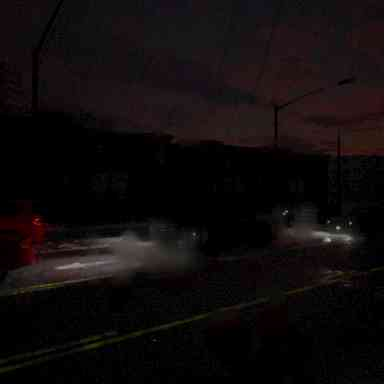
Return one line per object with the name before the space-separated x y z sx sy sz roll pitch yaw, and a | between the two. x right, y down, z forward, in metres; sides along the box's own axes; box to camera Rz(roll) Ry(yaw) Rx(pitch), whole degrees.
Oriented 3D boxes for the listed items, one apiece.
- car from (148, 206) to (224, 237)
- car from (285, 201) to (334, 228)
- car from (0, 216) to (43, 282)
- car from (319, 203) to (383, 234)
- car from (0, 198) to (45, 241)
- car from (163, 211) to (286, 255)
car | 0.136 1.524 16.959 4.892 1.490 1.837 0 0 -35
car | 8.264 1.392 22.739 4.553 1.767 2.097 0 0 -35
car | -6.364 1.523 8.027 4.674 1.442 1.812 0 0 -36
car | 10.190 1.588 19.814 5.357 1.411 2.033 0 0 -35
car | -7.987 1.221 11.173 5.566 2.045 2.150 0 0 -35
car | 1.433 1.619 13.585 4.718 1.301 1.895 0 0 -35
